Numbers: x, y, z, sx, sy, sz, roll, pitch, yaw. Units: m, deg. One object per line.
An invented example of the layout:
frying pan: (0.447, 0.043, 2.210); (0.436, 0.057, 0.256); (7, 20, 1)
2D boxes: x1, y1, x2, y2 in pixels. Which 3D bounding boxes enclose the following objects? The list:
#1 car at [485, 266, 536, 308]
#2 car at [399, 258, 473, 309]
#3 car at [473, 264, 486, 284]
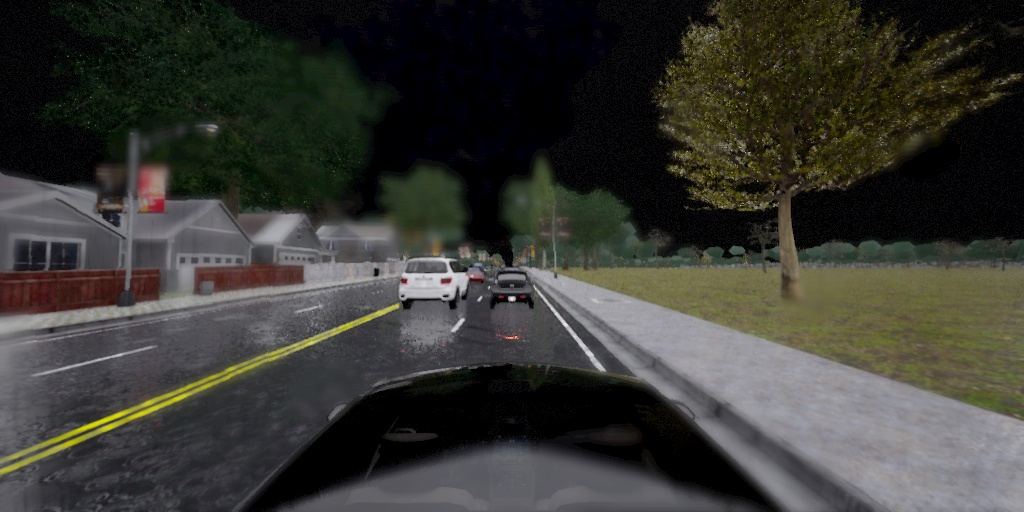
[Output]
car: (0.005, 1.401, 16.176); (1.837, 1.490, 4.892); (0, 0, 0)
car: (-3.248, 1.106, 15.898); (2.150, 2.045, 5.566); (0, 0, 0)
car: (-3.245, 1.624, 31.156); (1.994, 1.385, 4.181); (0, -1, 0)
